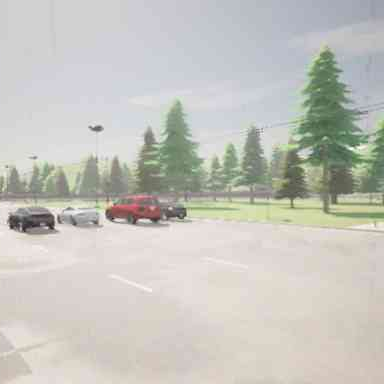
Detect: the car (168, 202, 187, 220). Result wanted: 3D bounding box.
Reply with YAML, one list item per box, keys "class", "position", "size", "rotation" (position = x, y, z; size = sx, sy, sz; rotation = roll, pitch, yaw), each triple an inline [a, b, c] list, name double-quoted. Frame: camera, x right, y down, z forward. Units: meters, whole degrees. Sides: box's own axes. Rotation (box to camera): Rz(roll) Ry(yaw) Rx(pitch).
- class: "car"
  position: [-2.424, 1.608, 28.240]
  size: [1.837, 1.490, 4.892]
  rotation: [0, 0, -41]

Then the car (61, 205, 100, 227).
- class: "car"
  position: [-8.401, 1.679, 24.429]
  size: [1.812, 1.442, 4.674]
  rotation: [0, 0, -41]

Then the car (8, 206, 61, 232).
- class: "car"
  position: [-10.351, 1.669, 21.354]
  size: [1.837, 1.490, 4.892]
  rotation: [0, 0, -41]

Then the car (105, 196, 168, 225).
- class: "car"
  position: [-4.517, 1.338, 25.307]
  size: [2.150, 2.045, 5.566]
  rotation: [0, 0, -41]
